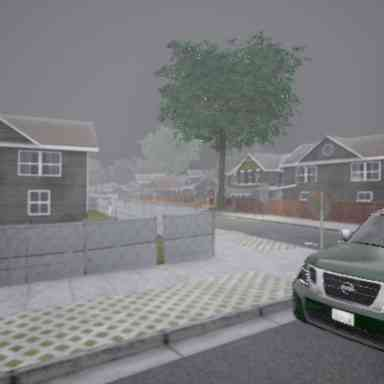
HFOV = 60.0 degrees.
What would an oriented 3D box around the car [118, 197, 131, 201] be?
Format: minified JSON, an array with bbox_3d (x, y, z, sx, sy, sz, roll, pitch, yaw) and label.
[{"bbox_3d":[-10.787,1.573,53.375,2.128,1.511,4.902,1,0,-23],"label":"car"}]

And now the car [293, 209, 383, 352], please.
[{"bbox_3d":[4.221,1.268,5.874,5.566,2.045,2.150,0,0,-35],"label":"car"}]

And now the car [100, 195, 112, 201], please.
[{"bbox_3d":[-22.260,1.565,87.346,1.812,1.442,4.674,1,0,-23],"label":"car"}]
